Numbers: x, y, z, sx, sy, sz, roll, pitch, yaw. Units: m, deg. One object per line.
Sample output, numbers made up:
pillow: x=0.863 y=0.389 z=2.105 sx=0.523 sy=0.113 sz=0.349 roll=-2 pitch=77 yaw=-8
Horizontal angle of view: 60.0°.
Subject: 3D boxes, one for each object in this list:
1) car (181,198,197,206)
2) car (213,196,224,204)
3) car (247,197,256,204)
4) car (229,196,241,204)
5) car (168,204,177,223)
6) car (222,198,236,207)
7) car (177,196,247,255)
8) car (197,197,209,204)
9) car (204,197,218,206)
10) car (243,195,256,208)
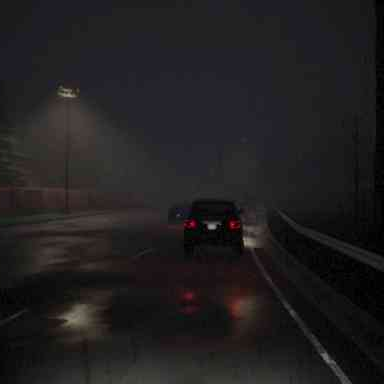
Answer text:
car: x=-0.477 y=1.817 z=59.664 sx=1.895 sy=1.301 sz=4.718 roll=0 pitch=0 yaw=12
car: x=5.785 y=1.717 z=72.569 sx=1.812 sy=1.442 sz=4.674 roll=0 pitch=0 yaw=12
car: x=12.963 y=1.912 z=72.654 sx=1.812 sy=1.442 sz=4.674 roll=0 pitch=0 yaw=12
car: x=9.463 y=1.712 z=73.021 sx=2.097 sy=1.767 sz=4.553 roll=0 pitch=0 yaw=12
car: x=-0.470 y=1.572 z=26.474 sx=1.882 sy=1.535 sz=5.008 roll=0 pitch=0 yaw=12
car: x=6.633 y=1.843 z=59.421 sx=1.994 sy=1.385 sz=4.181 roll=0 pitch=-1 yaw=12
car: x=0.984 y=1.282 z=13.896 sx=2.150 sy=2.045 sz=5.566 roll=0 pitch=0 yaw=7
car: x=2.537 y=1.822 z=74.117 sx=1.812 sy=1.442 sz=4.674 roll=0 pitch=0 yaw=12
car: x=3.588 y=1.768 z=62.383 sx=1.837 sy=1.490 sz=4.892 roll=0 pitch=0 yaw=12
car: x=9.133 y=1.504 z=54.402 sx=2.150 sy=2.045 sz=5.566 roll=0 pitch=-1 yaw=12
